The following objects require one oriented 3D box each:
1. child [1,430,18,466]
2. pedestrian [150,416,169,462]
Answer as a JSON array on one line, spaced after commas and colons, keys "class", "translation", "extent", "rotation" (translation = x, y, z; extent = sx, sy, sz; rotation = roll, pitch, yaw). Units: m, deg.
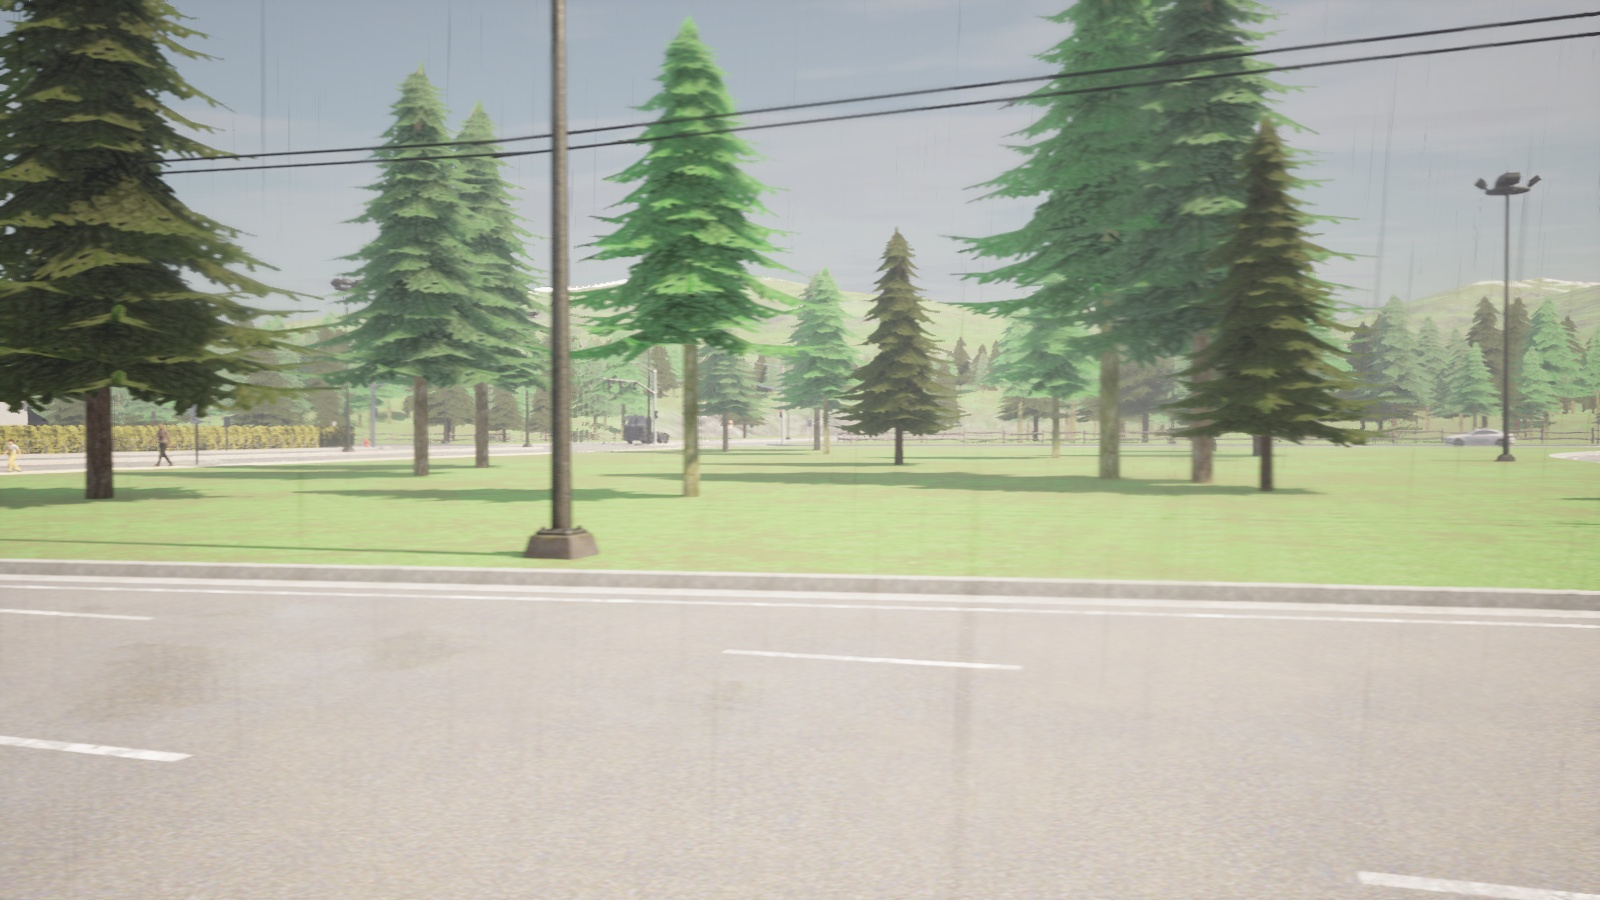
[{"class": "child", "translation": [-27.871, -0.070, 44.280], "extent": [0.270, 1.263, 0.437], "rotation": [1, 1, 19]}, {"class": "pedestrian", "translation": [-25.630, -0.437, 50.250], "extent": [0.331, 1.846, 0.634], "rotation": [1, 1, 19]}]
